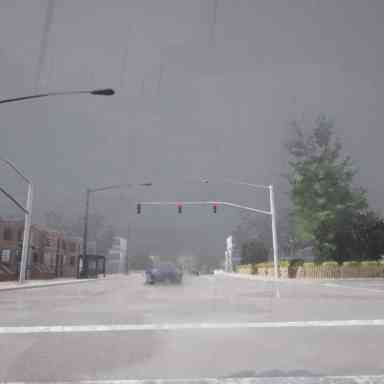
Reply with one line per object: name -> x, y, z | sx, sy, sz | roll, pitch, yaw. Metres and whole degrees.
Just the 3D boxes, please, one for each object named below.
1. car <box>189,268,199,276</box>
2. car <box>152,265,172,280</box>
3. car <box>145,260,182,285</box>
car -> 0.352, 14.644, 61.299 | 2.033, 1.411, 5.357 | -1, -13, 0
car -> -3.453, 9.475, 39.255 | 1.837, 1.490, 4.892 | -1, -13, 0
car -> -2.097, 5.640, 23.689 | 2.097, 1.767, 4.553 | 2, -14, -13
